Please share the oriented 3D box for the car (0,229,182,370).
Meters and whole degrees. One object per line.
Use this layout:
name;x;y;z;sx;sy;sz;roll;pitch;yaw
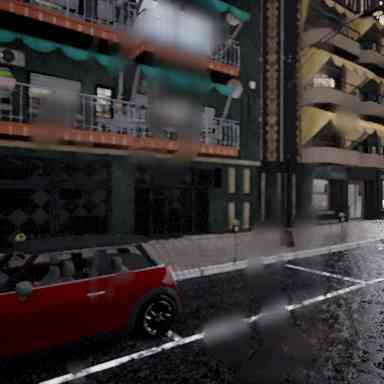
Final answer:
car;-2.242;1.440;4.951;4.097;1.590;1.967;0;0;-35
